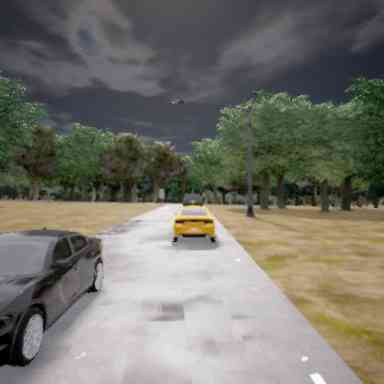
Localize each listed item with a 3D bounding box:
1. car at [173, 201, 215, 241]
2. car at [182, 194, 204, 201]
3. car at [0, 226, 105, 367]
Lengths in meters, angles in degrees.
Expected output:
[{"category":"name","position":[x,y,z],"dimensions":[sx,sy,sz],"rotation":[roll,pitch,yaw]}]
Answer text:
[{"category":"car","position":[0.094,1.436,16.493],"dimensions":[1.882,1.535,5.008],"rotation":[0,0,0]},{"category":"car","position":[0.089,1.211,36.823],"dimensions":[2.150,2.045,5.566],"rotation":[0,0,0]},{"category":"car","position":[-3.002,1.460,5.972],"dimensions":[1.882,1.535,5.008],"rotation":[0,0,0]}]
